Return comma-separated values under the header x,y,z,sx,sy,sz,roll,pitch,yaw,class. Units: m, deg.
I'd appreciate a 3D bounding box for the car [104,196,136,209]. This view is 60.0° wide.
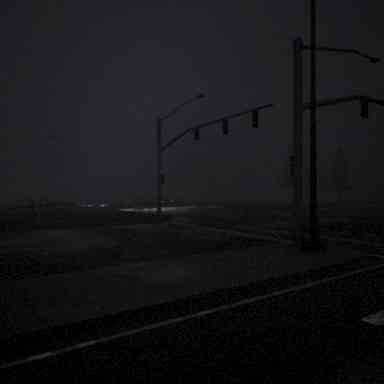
x,y,z,sx,sy,sz,roll,pitch,yaw,class
-9.826,1.579,45.311,1.895,1.301,4.718,0,0,-35,car

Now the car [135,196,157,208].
x,y,z,sx,sy,sz,roll,pitch,yaw,class
-6.779,1.575,47.063,1.895,1.301,4.718,0,0,-35,car

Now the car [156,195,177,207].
x,y,z,sx,sy,sz,roll,pitch,yaw,class
-4.659,1.323,50.157,2.097,1.767,4.553,0,0,-35,car

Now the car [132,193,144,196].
x,y,z,sx,sy,sz,roll,pitch,yaw,class
-10.804,1.186,65.262,2.150,2.045,5.566,0,0,-34,car

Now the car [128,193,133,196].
x,y,z,sx,sy,sz,roll,pitch,yaw,class
-13.536,1.447,63.025,1.882,1.535,5.008,0,0,-34,car

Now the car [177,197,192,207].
x,y,z,sx,sy,sz,roll,pitch,yaw,class
-1.901,1.492,52.327,1.812,1.442,4.674,0,0,-35,car

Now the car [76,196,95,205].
x,y,z,sx,sy,sz,roll,pitch,yaw,class
-19.324,1.503,59.061,1.812,1.442,4.674,0,0,-34,car

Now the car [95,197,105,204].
x,y,z,sx,sy,sz,roll,pitch,yaw,class
-16.449,1.537,61.070,1.994,1.385,4.181,0,0,-34,car
